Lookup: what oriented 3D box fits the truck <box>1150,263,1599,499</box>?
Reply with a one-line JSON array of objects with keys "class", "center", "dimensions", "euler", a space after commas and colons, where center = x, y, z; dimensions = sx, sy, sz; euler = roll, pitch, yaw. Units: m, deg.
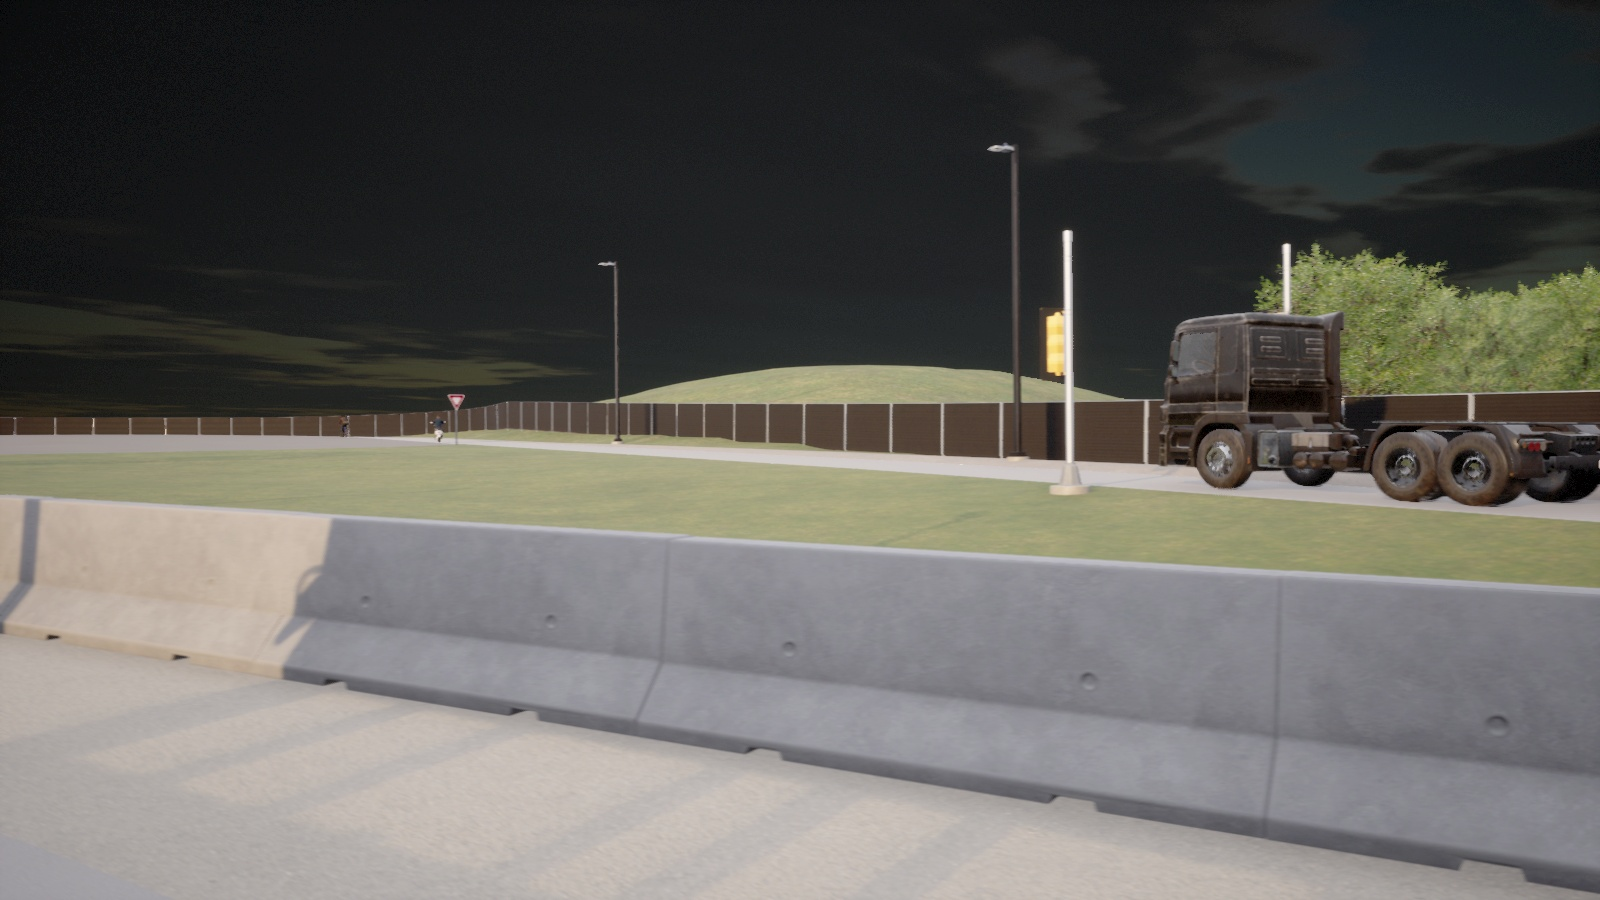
[{"class": "truck", "center": [10.272, -1.110, 22.565], "dimensions": [2.891, 3.462, 7.936], "euler": [-2, 2, -29]}]
